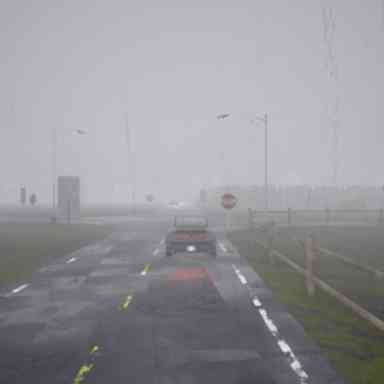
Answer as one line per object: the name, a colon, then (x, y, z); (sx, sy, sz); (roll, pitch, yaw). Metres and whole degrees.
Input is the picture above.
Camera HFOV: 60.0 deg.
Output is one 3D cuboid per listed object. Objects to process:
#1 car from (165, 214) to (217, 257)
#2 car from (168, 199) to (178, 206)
car: (-0.043, 1.640, 13.493); (1.837, 1.490, 4.892); (0, 0, 0)
car: (-3.899, 2.186, 69.350); (2.033, 1.411, 5.357); (0, -1, -2)
